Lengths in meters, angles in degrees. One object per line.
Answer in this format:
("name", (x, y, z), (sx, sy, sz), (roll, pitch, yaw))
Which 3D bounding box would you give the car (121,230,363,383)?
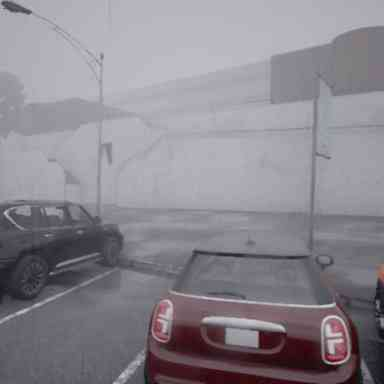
("car", (1.016, 1.353, 5.037), (2.185, 1.767, 4.553), (0, -1, 16))

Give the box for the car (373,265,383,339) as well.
("car", (3.483, 1.367, 3.354), (2.185, 1.767, 4.553), (1, 0, 15))

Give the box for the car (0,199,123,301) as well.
("car", (-3.857, 1.210, 8.583), (2.435, 2.045, 5.566), (0, -1, 16))
